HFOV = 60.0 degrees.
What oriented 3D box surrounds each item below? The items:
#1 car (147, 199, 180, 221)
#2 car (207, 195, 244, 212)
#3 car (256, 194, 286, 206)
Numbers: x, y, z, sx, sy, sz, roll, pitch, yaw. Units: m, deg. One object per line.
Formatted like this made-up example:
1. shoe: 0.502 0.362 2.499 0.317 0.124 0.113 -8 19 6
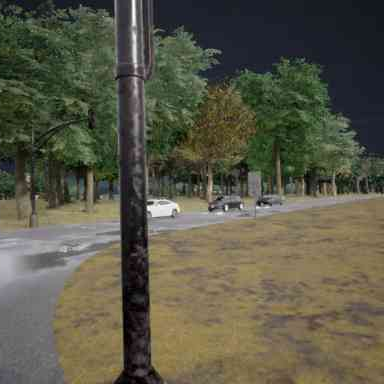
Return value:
1. car: -2.780 1.268 24.469 1.812 1.442 4.674 -3 -1 37
2. car: 3.353 1.087 32.537 1.837 1.490 4.892 -3 -1 37
3. car: 9.765 0.969 40.949 2.033 1.411 5.357 -3 -1 37
